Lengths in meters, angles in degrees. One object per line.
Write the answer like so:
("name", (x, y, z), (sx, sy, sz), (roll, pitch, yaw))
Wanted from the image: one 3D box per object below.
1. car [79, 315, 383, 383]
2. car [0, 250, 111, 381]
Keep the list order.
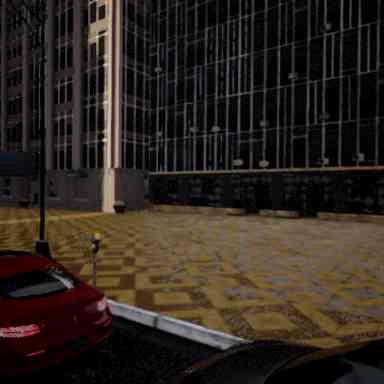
("car", (1.600, 1.568, 1.724), (4.313, 1.339, 1.947), (0, 1, 36))
("car", (-2.994, 1.563, 5.000), (4.206, 1.307, 1.802), (0, 1, 36))
